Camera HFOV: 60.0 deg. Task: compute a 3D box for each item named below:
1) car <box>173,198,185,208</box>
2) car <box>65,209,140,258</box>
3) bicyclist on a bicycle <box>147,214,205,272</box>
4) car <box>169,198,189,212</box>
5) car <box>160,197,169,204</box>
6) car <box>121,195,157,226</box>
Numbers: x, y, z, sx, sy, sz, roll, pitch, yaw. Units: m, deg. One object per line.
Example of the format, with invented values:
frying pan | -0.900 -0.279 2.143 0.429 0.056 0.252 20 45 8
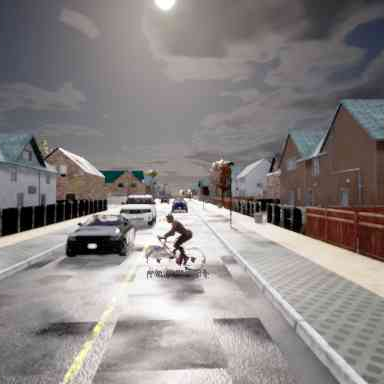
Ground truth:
car | -1.947 1.652 51.015 1.812 1.442 4.674 0 0 -2
car | -3.323 1.573 12.743 1.994 1.385 4.181 0 0 -3
bicyclist on a bicycle | -0.457 1.441 9.324 1.656 1.620 0.582 -1 0 -2
car | -1.461 1.604 39.349 1.812 1.442 4.674 0 0 -2
car | -5.493 1.716 67.614 1.837 1.490 4.892 0 0 -2
car | -3.776 1.252 24.094 2.150 2.045 5.566 0 0 -2
